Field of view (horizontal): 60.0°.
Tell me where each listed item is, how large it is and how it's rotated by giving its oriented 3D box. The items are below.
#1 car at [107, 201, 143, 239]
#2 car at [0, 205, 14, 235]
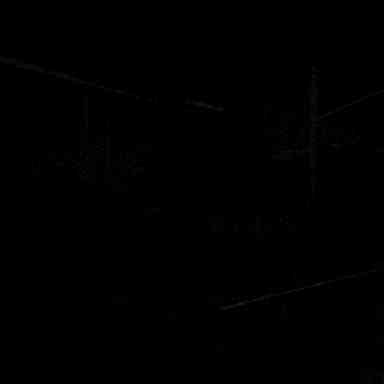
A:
[{"bbox_3d":[-4.288,1.447,18.384,1.905,1.878,3.866,1,0,-36],"label":"car"},{"bbox_3d":[-11.417,1.524,18.647,2.242,1.667,4.611,1,0,-36],"label":"car"}]
